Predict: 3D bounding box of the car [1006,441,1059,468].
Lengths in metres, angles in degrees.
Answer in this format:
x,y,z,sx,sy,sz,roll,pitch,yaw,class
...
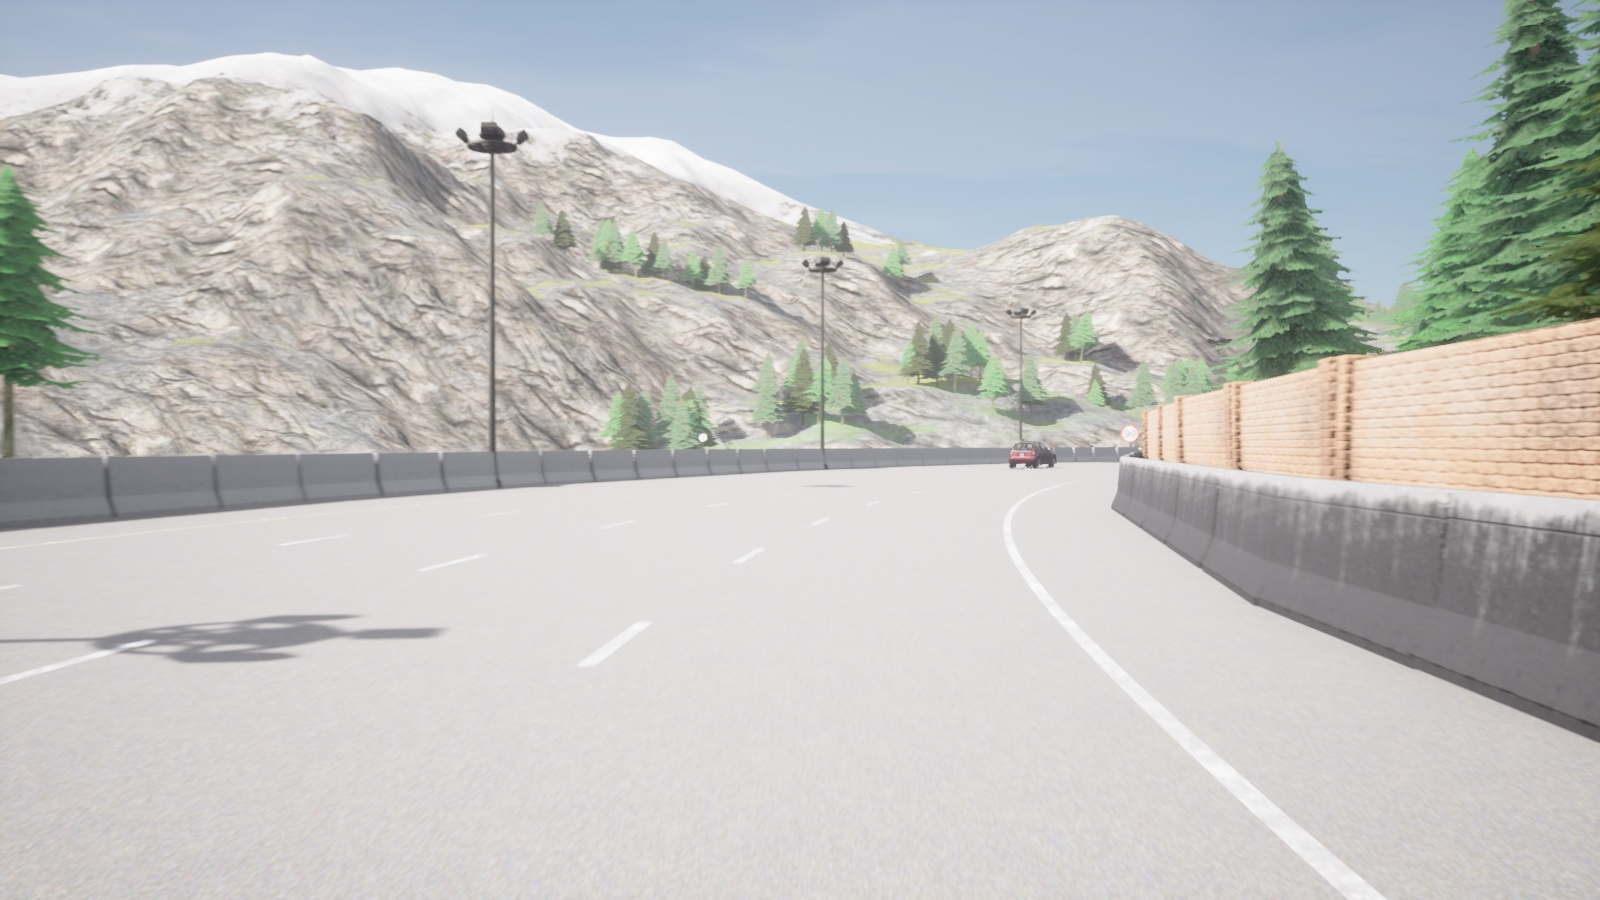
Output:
x,y,z,sx,sy,sz,roll,pitch,yaw,class
14.133,0.268,76.229,1.851,1.617,3.988,0,0,31,car
